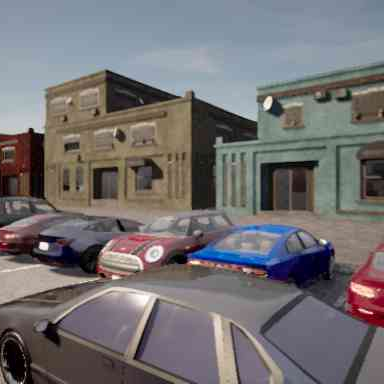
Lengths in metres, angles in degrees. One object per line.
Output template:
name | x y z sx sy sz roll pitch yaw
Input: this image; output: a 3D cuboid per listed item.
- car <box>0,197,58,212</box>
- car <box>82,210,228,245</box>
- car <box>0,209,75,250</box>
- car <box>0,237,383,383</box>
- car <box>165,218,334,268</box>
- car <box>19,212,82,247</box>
car | -7.116 1.227 14.072 2.435 2.045 5.566 0 0 36
car | -0.381 1.350 9.268 2.185 1.767 4.553 0 0 36
car | -4.889 1.517 12.444 2.002 1.452 4.674 0 0 36
car | -0.128 1.545 3.468 5.357 1.411 2.033 0 0 36
car | 1.842 1.476 7.636 2.097 1.535 5.008 0 0 36
car | -2.627 1.506 10.868 2.163 1.488 4.792 0 0 36
